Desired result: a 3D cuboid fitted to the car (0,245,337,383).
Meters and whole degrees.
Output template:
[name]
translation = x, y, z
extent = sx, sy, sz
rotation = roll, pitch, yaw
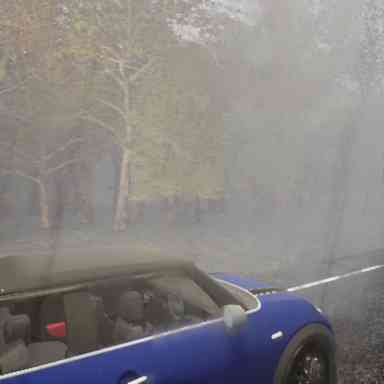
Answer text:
[car]
translation = -0.561, 1.352, 3.347
extent = 4.553, 1.767, 2.097
rotation = 0, 0, -35
